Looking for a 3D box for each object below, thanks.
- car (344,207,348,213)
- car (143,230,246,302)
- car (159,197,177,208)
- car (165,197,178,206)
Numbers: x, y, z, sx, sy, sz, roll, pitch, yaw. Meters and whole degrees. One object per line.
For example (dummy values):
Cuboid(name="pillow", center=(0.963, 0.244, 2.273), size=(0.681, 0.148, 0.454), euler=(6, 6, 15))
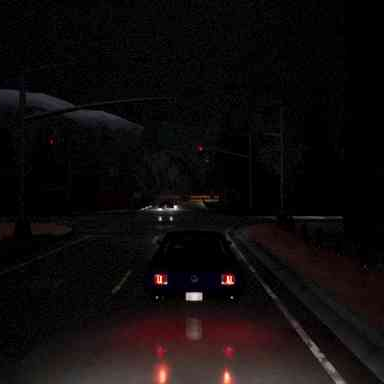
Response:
Cuboid(name="car", center=(16.232, 1.616, 29.688), size=(4.718, 1.301, 1.895), euler=(0, 0, -1))
Cuboid(name="car", center=(0.063, 1.601, 8.230), size=(1.895, 1.301, 4.718), euler=(0, 0, 0))
Cuboid(name="car", center=(-3.561, 1.525, 47.302), size=(1.812, 1.442, 4.674), euler=(0, 0, 0))
Cuboid(name="car", center=(-3.540, 1.601, 57.442), size=(1.895, 1.301, 4.718), euler=(0, 0, 0))
